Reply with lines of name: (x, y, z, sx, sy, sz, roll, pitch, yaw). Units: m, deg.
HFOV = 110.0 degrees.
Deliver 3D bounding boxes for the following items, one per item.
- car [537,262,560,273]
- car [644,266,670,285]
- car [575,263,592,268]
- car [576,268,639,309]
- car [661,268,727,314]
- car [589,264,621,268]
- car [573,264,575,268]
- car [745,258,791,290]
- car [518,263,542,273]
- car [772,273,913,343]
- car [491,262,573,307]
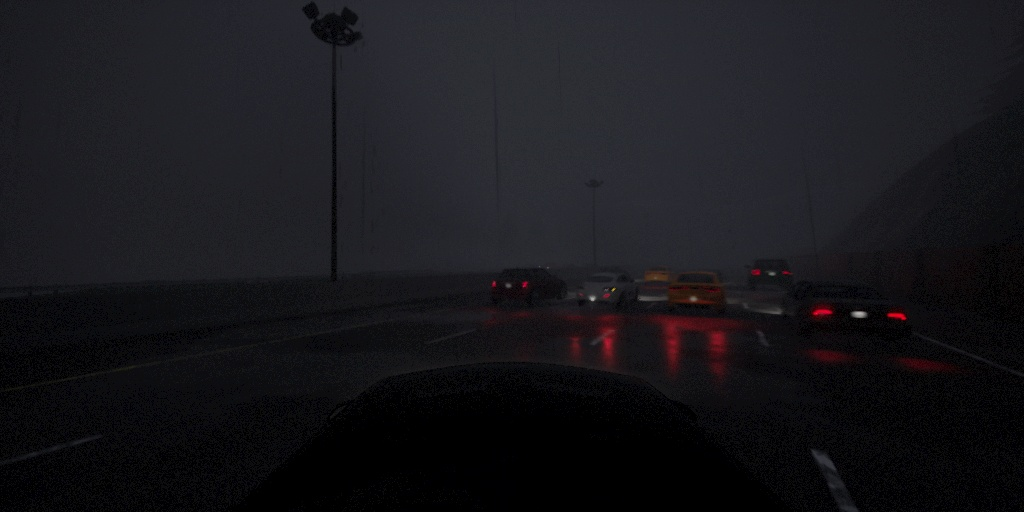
car: (6.233, 1.870, 61.023, 2.097, 1.767, 4.553, -1, -1, 31)
car: (12.189, 1.533, 29.426, 1.882, 1.535, 5.008, -1, -1, 31)
car: (12.230, 1.913, 57.434, 1.882, 1.535, 5.008, -1, -1, 31)
car: (4.340, 1.444, 16.025, 1.812, 1.442, 4.674, -1, -1, 31)
car: (7.609, 1.360, 14.677, 1.882, 1.535, 5.008, -1, -1, 31)
car: (8.557, 1.579, 30.166, 2.128, 1.511, 4.902, -1, -1, 31)
car: (9.203, 1.953, 59.178, 1.882, 1.535, 5.008, -1, -1, 31)
car: (17.040, 1.177, 23.909, 2.150, 2.045, 5.566, -1, -1, 31)
car: (3.159, 2.050, 62.679, 2.128, 1.511, 4.902, -1, -1, 31)
car: (8.918, 1.360, 10.048, 2.033, 1.411, 5.357, -1, -1, 31)
car: (0.933, 1.305, 17.148, 2.097, 1.767, 4.553, -1, -1, 31)
